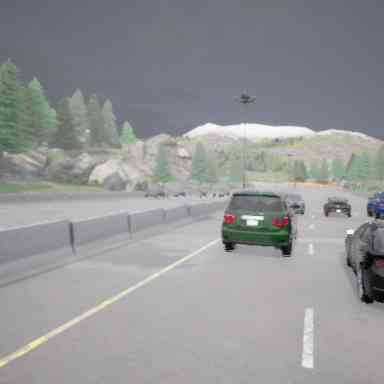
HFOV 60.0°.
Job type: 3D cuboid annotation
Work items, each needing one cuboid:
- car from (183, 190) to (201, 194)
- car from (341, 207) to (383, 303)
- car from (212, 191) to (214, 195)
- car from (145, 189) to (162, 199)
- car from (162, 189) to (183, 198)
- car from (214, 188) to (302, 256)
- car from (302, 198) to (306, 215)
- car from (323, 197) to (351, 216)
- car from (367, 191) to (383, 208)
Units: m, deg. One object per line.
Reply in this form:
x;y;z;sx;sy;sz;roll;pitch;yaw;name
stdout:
0.995;0.198;48.676;2.128;1.511;4.902;2;1;20;car
4.669;1.370;7.516;1.882;1.535;5.008;2;1;20;car
4.282;0.270;47.475;1.837;1.490;4.892;2;1;20;car
-5.578;0.223;51.091;1.994;1.385;4.181;2;1;20;car
-2.291;0.140;49.879;1.812;1.442;4.674;2;1;20;car
2.695;0.963;12.283;2.150;2.045;5.566;2;1;20;car
8.566;0.919;28.349;2.097;1.767;4.553;2;1;20;car
11.953;1.165;27.437;1.837;1.490;4.892;2;1;20;car
14.987;0.985;25.525;2.150;2.045;5.566;2;1;20;car
